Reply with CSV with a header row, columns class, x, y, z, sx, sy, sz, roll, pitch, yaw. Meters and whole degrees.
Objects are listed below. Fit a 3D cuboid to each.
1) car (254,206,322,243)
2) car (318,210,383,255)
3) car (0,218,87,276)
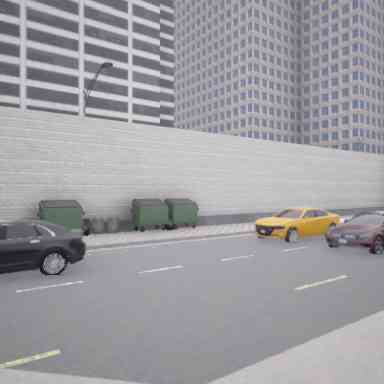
class,x,y,z,sx,sy,sz,roll,pitch,yaw
car,5.180,1.478,16.151,5.008,1.535,1.882,0,0,-35
car,7.385,1.526,13.413,4.674,1.442,1.812,0,0,-35
car,-5.329,1.504,8.798,4.892,1.490,1.837,0,0,-35
